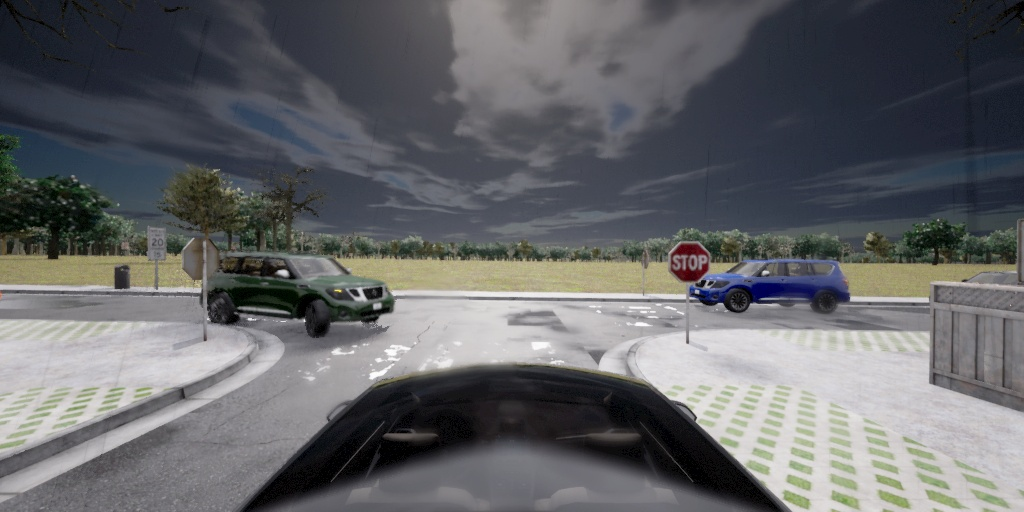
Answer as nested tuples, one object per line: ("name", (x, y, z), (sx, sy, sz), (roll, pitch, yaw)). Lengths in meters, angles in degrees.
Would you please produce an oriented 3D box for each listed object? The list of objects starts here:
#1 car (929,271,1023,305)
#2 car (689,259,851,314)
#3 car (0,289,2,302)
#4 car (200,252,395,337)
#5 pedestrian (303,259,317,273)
("car", (19.889, 1.392, 14.418), (4.553, 1.767, 2.097), (1, 0, 0))
("car", (10.181, 1.125, 14.368), (5.566, 2.045, 2.150), (1, 0, 0))
("car", (-19.381, 0.837, 11.251), (4.553, 1.767, 2.097), (1, 0, 0))
("car", (-6.109, 0.917, 10.202), (5.566, 2.045, 2.150), (1, 0, 19))
("pedestrian", (-9.692, 0.750, 17.161), (0.375, 1.860, 0.375), (0, -1, 0))
